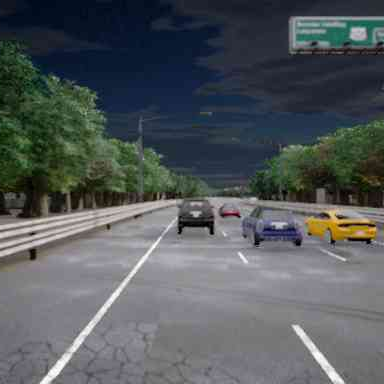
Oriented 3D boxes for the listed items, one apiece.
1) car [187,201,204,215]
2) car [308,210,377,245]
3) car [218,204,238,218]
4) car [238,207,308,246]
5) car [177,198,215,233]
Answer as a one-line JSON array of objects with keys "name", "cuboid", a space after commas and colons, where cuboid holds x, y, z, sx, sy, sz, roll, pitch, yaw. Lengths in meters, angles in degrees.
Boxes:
[{"name": "car", "cuboid": [0.451, 1.878, 39.610, 1.882, 1.535, 5.008, 0, -1, 1]}, {"name": "car", "cuboid": [7.209, 1.654, 16.702, 1.882, 1.535, 5.008, 0, -1, 0]}, {"name": "car", "cuboid": [3.879, 1.924, 35.050, 1.994, 1.385, 4.181, 0, -1, 1]}, {"name": "car", "cuboid": [3.706, 1.508, 16.194, 2.097, 1.767, 4.553, 0, -1, 0]}, {"name": "car", "cuboid": [0.242, 1.411, 21.026, 2.150, 2.045, 5.566, 0, 0, 0]}]
